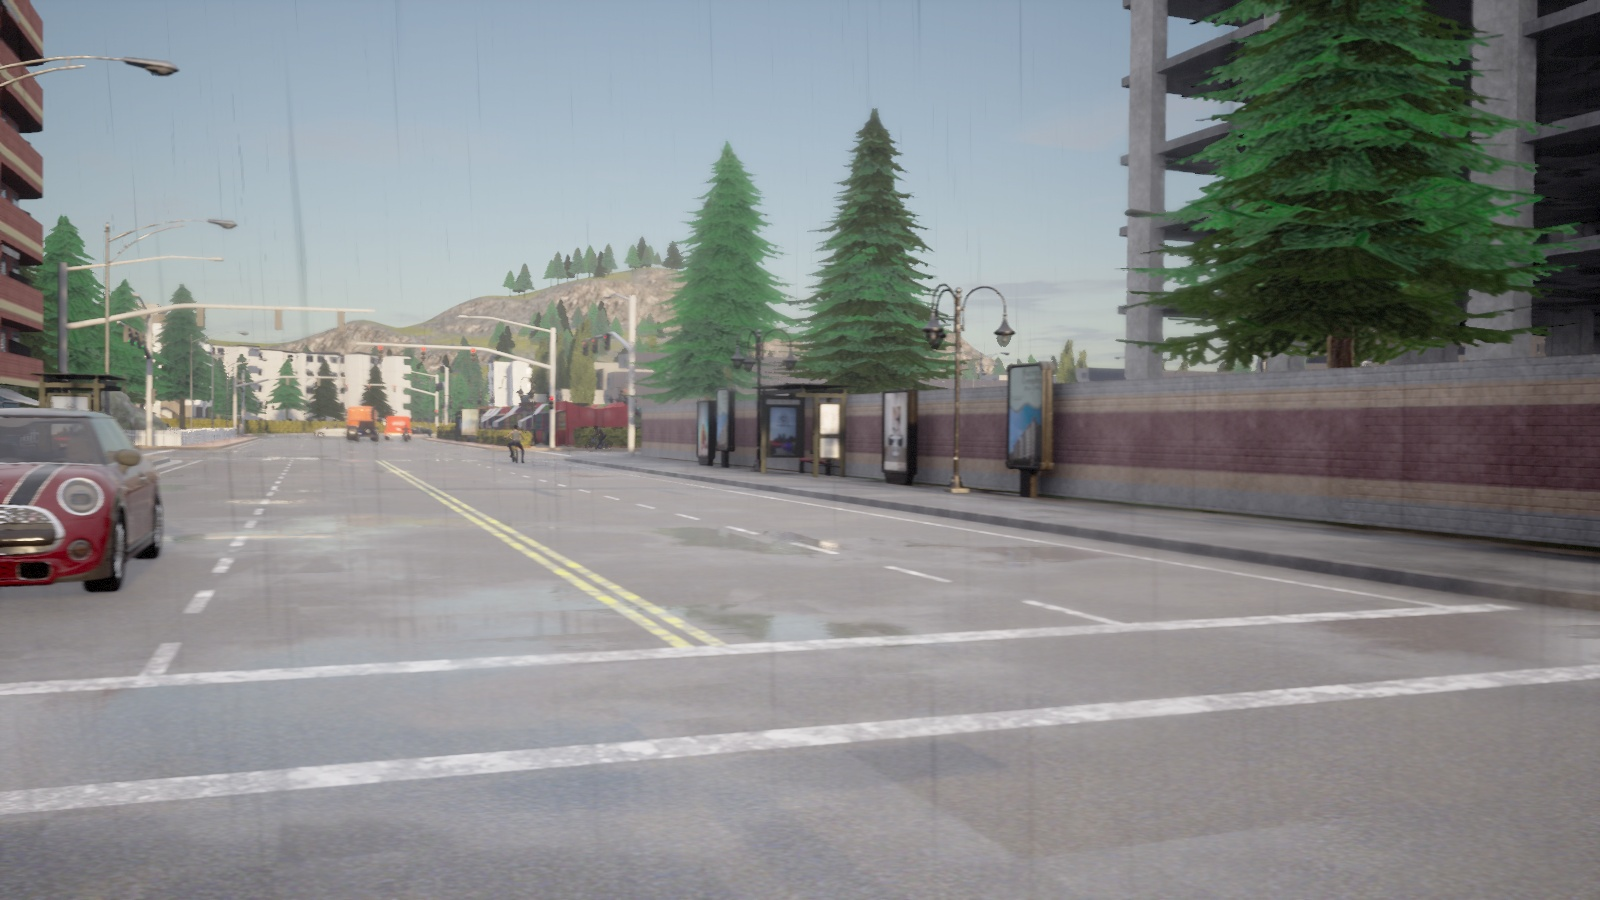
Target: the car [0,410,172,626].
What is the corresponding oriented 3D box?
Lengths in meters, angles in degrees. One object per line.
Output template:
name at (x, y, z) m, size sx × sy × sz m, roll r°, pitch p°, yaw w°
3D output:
car at (-7.576, 0.538, 12.310) m, size 2.097 × 1.767 × 4.553 m, roll -1°, pitch 1°, yaw -21°
